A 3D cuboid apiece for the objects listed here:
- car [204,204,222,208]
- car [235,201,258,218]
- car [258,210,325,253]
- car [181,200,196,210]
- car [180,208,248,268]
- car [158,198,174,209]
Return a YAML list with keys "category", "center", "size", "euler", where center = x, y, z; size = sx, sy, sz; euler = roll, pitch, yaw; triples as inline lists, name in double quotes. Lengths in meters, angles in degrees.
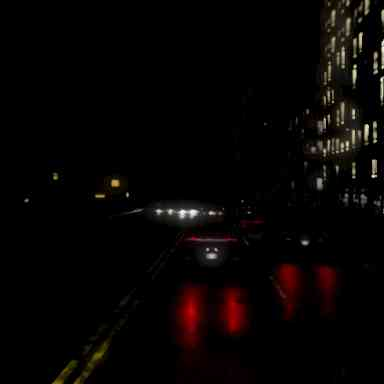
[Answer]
- category: "car"
  center: [1.703, 1.662, 27.560]
  size: [2.033, 1.411, 5.357]
  euler: [0, 0, 4]
- category: "car"
  center: [5.246, 1.636, 31.921]
  size: [2.128, 1.511, 4.902]
  euler: [0, 0, 4]
- category: "car"
  center: [4.125, 1.591, 13.939]
  size: [1.812, 1.442, 4.674]
  euler: [0, 0, 4]
- category: "car"
  center: [-0.509, 1.804, 46.998]
  size: [1.895, 1.301, 4.718]
  euler: [0, 0, 4]
- category: "car"
  center: [0.700, 1.538, 11.476]
  size: [2.128, 1.511, 4.902]
  euler: [0, 0, 4]
- category: "car"
  center: [-3.693, 1.676, 48.068]
  size: [1.882, 1.535, 5.008]
  euler: [0, 0, 4]
